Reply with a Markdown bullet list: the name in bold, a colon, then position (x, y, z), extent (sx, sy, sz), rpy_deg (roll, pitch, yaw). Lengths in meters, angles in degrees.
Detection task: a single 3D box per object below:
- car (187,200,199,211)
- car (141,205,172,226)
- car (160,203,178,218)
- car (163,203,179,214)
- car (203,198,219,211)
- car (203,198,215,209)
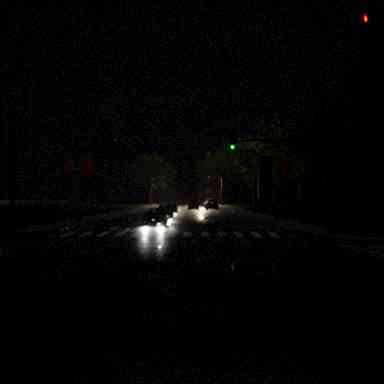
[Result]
- **car**: position (0.258, 2.551, 58.780), extent (1.994, 1.385, 4.181), rpy_deg (0, -1, 0)
- **car**: position (-3.032, 2.052, 28.088), extent (1.994, 1.385, 4.181), rpy_deg (0, -1, 1)
- **car**: position (-3.054, 2.150, 38.436), extent (2.128, 1.511, 4.902), rpy_deg (0, -1, 0)
- **car**: position (-3.047, 2.377, 48.876), extent (2.033, 1.411, 5.357), rpy_deg (0, -1, 1)
- **car**: position (3.508, 2.334, 58.757), extent (2.097, 1.767, 4.553), rpy_deg (0, -1, 0)
- **car**: position (3.494, 2.341, 68.826), extent (2.150, 2.045, 5.566), rpy_deg (0, -1, 0)
